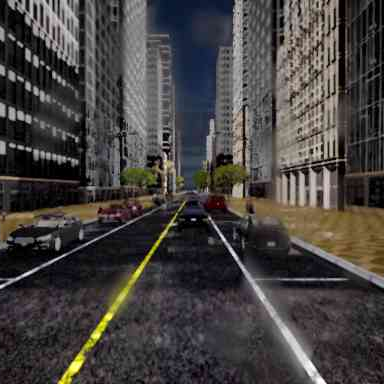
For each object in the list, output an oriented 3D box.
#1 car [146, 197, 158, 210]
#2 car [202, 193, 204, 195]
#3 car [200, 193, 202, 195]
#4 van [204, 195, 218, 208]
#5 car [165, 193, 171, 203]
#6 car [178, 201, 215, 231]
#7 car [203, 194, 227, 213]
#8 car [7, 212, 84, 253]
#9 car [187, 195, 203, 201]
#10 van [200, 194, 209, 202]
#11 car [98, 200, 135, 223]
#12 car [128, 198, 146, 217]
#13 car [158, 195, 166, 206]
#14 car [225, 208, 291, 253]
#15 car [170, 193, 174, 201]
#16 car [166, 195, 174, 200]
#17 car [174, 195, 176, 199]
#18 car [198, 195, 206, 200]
[{"bbox_3d":[-5.696,1.471,41.694,1.752,1.417,4.829,-1,0,0],"label":"car"},{"bbox_3d":[2.682,1.260,41.864,2.192,1.841,5.009,-1,0,0],"label":"car"},{"bbox_3d":[2.684,1.370,53.231,1.967,1.590,4.097,-1,0,0],"label":"car"},{"bbox_3d":[2.683,1.279,47.547,1.690,1.788,3.998,-1,0,0],"label":"van"},{"bbox_3d":[-5.695,1.464,64.598,2.008,1.369,4.403,-1,0,0],"label":"car"},{"bbox_3d":[0.095,1.521,20.214,2.033,1.411,5.357,0,0,0],"label":"car"},{"bbox_3d":[2.682,1.268,36.179,2.192,1.841,5.009,-1,0,0],"label":"car"},{"bbox_3d":[-5.697,1.534,13.445,2.008,1.369,4.403,-1,0,0],"label":"car"},{"bbox_3d":[0.104,1.439,39.718,2.128,1.511,4.902,0,0,0],"label":"car"},{"bbox_3d":[2.683,1.246,70.281,1.690,1.788,3.998,-1,0,0],"label":"van"},{"bbox_3d":[-5.696,1.550,24.812,1.802,1.307,4.206,-1,0,0],"label":"car"},{"bbox_3d":[-5.697,1.401,30.496,1.967,1.590,4.097,-1,0,0],"label":"car"},{"bbox_3d":[-5.696,1.496,53.231,1.947,1.339,4.313,-1,0,0],"label":"car"},{"bbox_3d":[2.684,1.533,13.445,2.008,1.369,4.403,-1,0,0],"label":"car"},{"bbox_3d":[-5.695,1.336,75.966,1.967,1.590,4.097,-1,0,0],"label":"car"},{"bbox_3d":[-5.694,1.461,87.333,1.802,1.307,4.206,-1,0,0],"label":"car"},{"bbox_3d":[-5.697,1.203,81.649,2.192,1.841,5.009,-1,0,0],"label":"car"},{"bbox_3d":[2.687,1.429,87.333,2.008,1.369,4.403,-1,0,0],"label":"car"}]
